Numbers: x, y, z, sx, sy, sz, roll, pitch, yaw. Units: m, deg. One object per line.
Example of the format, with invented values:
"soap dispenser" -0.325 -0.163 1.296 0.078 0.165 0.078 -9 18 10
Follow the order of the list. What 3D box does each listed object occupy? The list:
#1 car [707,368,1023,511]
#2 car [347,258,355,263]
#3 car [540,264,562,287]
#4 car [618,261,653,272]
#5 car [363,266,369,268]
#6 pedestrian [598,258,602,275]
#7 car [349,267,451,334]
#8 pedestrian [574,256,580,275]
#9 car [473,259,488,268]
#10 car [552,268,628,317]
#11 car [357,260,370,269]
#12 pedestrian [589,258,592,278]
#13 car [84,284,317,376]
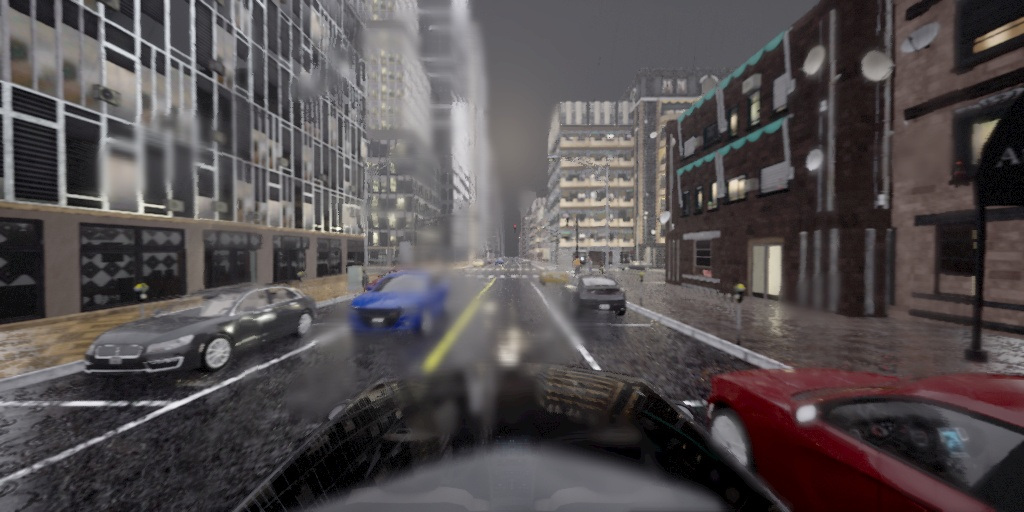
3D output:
"car" 2.758 1.295 1.727 1.888 1.381 4.507 0 0 0
"car" -20.280 1.190 39.612 4.403 1.370 2.007 0 0 1
"car" 2.823 1.263 24.475 1.751 1.417 4.829 0 0 0
"car" 16.317 1.358 47.442 4.403 1.370 2.007 0 0 1
"car" -5.818 1.286 18.719 1.888 1.381 4.507 0 0 0
"pedestrian" 8.141 1.071 33.228 0.375 1.860 0.375 -1 1 0
"car" -3.096 1.223 10.815 1.882 1.535 5.008 0 0 0
"pedestrian" 6.141 0.885 33.826 0.375 1.860 0.375 -1 1 0
"car" -5.681 1.247 62.091 1.751 1.417 4.829 0 0 0
"car" 2.821 1.294 13.016 2.007 1.370 4.403 0 0 0
"car" -21.659 1.014 47.946 4.829 1.417 1.751 0 0 1
"pedestrian" 7.141 1.042 32.627 0.375 1.860 0.375 -1 1 0
"car" -5.793 1.298 7.430 2.007 1.370 4.403 0 0 0
